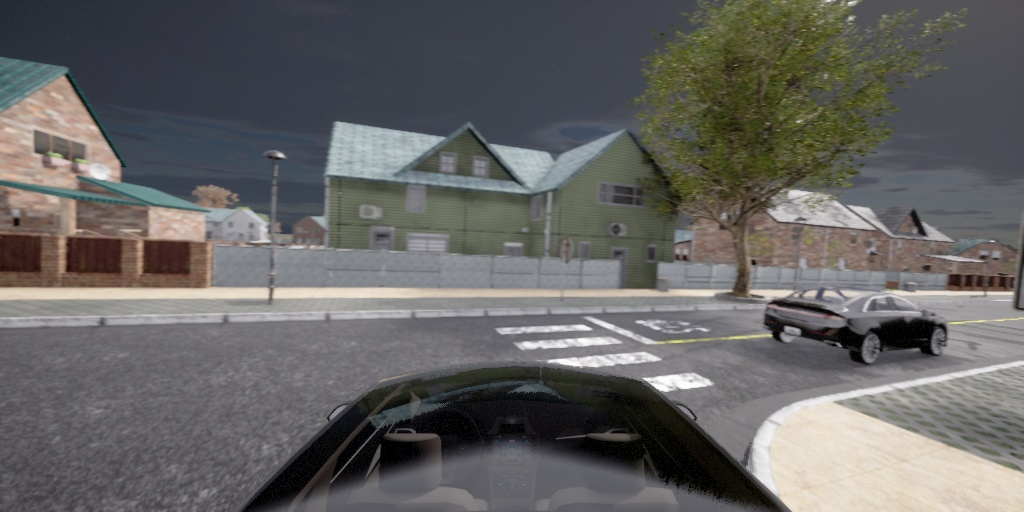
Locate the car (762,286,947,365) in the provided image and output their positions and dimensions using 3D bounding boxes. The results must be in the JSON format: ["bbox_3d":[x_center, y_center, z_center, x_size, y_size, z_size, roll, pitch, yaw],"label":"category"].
[{"bbox_3d":[8.434,1.523,8.776,4.902,1.511,2.128,2,3,-22],"label":"car"}]
